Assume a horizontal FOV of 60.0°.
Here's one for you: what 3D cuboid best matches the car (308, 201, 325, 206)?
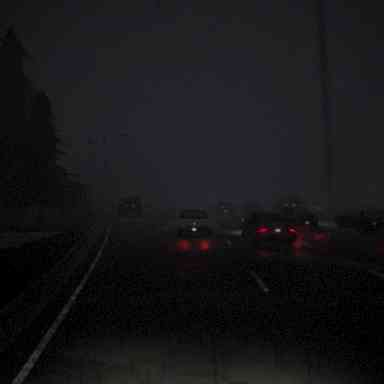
[{"bbox_3d":[14.140,1.825,39.664,1.882,1.535,5.008,0,0,0],"label":"car"}]

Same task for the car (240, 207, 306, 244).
[{"bbox_3d":[3.616,1.692,16.485,2.033,1.411,5.357,0,0,0],"label":"car"}]

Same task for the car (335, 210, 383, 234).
[{"bbox_3d":[10.620,1.780,20.464,1.895,1.301,4.718,0,-1,0],"label":"car"}]

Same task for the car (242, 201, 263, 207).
[{"bbox_3d":[7.141,1.825,39.682,1.882,1.535,5.008,0,0,0],"label":"car"}]

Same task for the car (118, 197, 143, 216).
[{"bbox_3d":[-6.812,1.541,36.405,2.150,2.045,5.566,0,-1,-19],"label":"car"}]

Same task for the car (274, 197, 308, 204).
[{"bbox_3d":[10.637,1.547,37.252,2.150,2.045,5.566,0,0,0],"label":"car"}]

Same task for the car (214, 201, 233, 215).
[{"bbox_3d":[3.638,1.839,38.178,1.837,1.490,4.892,0,0,0],"label":"car"}]

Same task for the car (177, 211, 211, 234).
[{"bbox_3d":[0.120,1.780,20.365,1.895,1.301,4.718,0,-1,0],"label":"car"}]

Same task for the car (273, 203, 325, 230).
[{"bbox_3d":[7.107,1.726,22.821,1.812,1.442,4.674,0,0,0],"label":"car"}]
